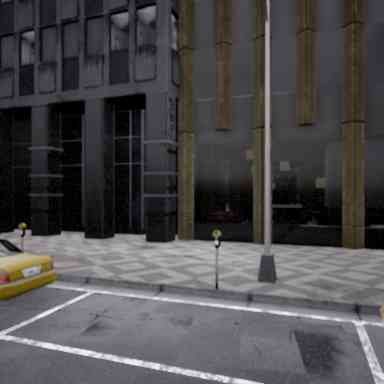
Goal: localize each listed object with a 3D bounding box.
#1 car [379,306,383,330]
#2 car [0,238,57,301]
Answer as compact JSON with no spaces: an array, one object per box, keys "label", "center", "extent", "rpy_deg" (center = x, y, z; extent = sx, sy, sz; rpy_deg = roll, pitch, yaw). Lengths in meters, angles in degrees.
[{"label":"car","center":[4.907,1.529,3.747],"extent":[4.829,1.417,1.752],"rpy_deg":[0,0,19]},{"label":"car","center":[-5.352,1.532,7.354],"extent":[4.829,1.417,1.752],"rpy_deg":[0,0,19]}]
